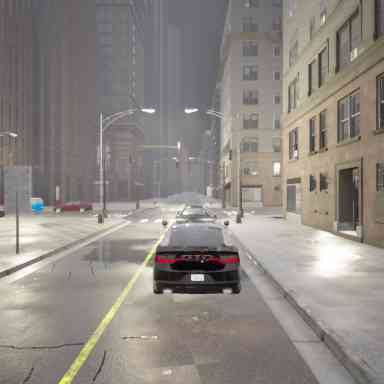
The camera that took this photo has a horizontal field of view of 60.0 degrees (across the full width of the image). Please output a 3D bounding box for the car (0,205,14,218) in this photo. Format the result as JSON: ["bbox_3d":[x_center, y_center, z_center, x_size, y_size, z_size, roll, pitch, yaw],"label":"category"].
[{"bbox_3d":[-19.612,1.524,30.591,5.009,1.841,2.192,-1,0,0],"label":"car"}]

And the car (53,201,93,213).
[{"bbox_3d":[-13.958,1.727,39.094,4.507,1.381,1.887,-1,0,0],"label":"car"}]

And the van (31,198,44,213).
[{"bbox_3d":[-19.584,1.592,39.117,3.998,1.788,1.690,-1,0,0],"label":"van"}]

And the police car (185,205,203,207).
[{"bbox_3d":[0.120,1.510,18.522,2.038,1.542,4.974,0,0,0],"label":"police car"}]

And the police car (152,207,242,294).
[{"bbox_3d":[0.107,1.427,8.917,1.930,1.638,5.238,0,0,0],"label":"police car"}]
